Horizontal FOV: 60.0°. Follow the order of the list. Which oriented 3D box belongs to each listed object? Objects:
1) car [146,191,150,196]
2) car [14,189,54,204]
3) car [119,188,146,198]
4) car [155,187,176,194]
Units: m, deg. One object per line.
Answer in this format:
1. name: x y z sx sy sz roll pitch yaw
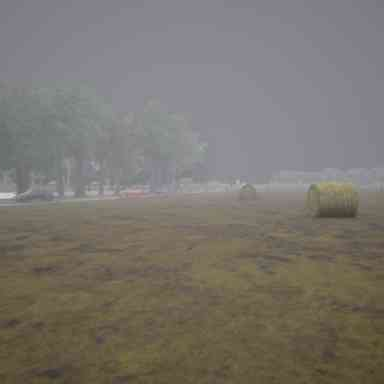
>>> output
1. car: -10.877 0.117 67.315 2.033 1.411 5.357 -1 1 35
2. car: -23.520 0.608 49.659 2.150 2.045 5.566 -1 1 35
3. car: -11.359 0.055 61.796 2.097 1.767 4.553 -1 1 36
4. car: -5.596 -0.276 70.013 2.033 1.411 5.357 -1 2 35
